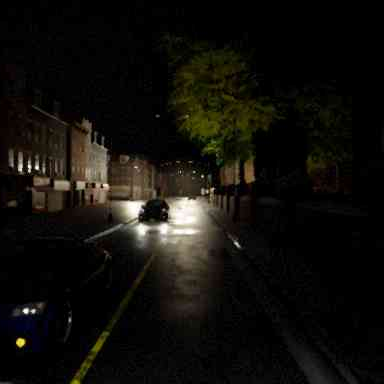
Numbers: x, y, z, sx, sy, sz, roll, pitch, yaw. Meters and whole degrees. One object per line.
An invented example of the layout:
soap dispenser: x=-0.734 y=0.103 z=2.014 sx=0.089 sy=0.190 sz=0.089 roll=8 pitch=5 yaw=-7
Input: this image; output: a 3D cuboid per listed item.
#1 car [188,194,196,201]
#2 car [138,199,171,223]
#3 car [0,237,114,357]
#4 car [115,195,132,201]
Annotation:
car: x=0.018 y=1.371 z=83.558 sx=2.097 sy=1.767 sz=4.553 roll=0 pitch=0 yaw=0
car: x=-2.790 y=1.386 z=25.664 sx=2.097 sy=1.767 sz=4.553 roll=0 pitch=0 yaw=0
car: x=-2.829 y=1.572 z=6.144 sx=1.994 sy=1.385 sz=4.181 roll=0 pitch=0 yaw=1
car: x=-15.036 y=1.408 z=73.891 sx=4.313 sy=1.339 sz=1.947 roll=1 pitch=-1 yaw=0
